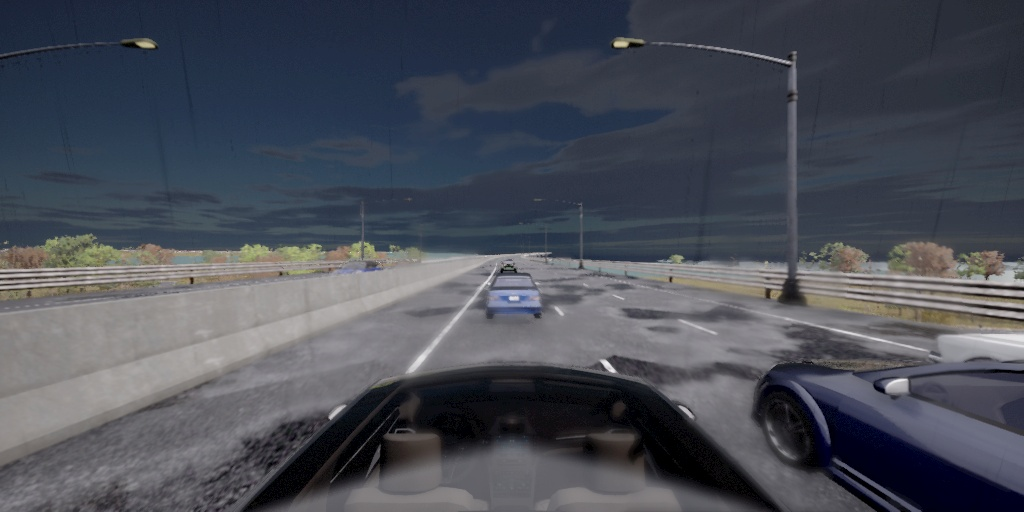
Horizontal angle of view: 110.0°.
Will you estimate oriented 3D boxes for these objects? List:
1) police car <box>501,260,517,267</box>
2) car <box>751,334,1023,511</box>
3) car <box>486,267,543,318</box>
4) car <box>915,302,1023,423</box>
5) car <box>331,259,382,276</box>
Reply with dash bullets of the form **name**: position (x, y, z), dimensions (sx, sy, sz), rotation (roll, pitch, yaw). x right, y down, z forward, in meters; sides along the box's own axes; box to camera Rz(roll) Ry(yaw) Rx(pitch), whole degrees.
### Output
- **police car**: position (-0.431, 1.244, 43.830), dimensions (2.038, 1.542, 4.974), rotation (0, 0, -1)
- **car**: position (3.591, 1.313, 2.179), dimensions (1.994, 1.385, 4.181), rotation (0, 0, 0)
- **car**: position (0.053, 1.298, 13.019), dimensions (2.033, 1.411, 5.357), rotation (0, 0, 0)
- **car**: position (7.092, 1.349, 3.099), dimensions (1.895, 1.301, 4.718), rotation (0, 0, 0)
- **car**: position (-10.765, 1.105, 25.130), dimensions (2.097, 1.767, 4.553), rotation (0, 0, -1)
